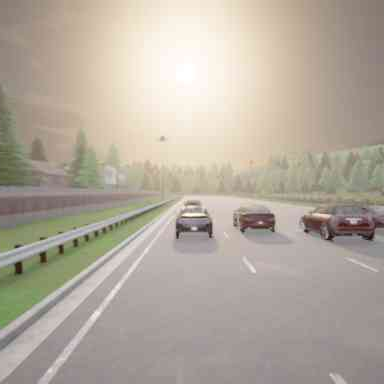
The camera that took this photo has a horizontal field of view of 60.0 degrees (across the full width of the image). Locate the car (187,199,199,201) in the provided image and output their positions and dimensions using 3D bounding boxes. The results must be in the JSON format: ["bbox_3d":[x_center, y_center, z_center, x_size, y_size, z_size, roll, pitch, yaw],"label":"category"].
[{"bbox_3d":[0.102,1.478,36.134,1.837,1.490,4.892,0,0,0],"label":"car"}]

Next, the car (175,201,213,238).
[{"bbox_3d":[0.102,1.478,17.742,2.128,1.511,4.902,0,0,0],"label":"car"}]

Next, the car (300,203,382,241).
[{"bbox_3d":[7.100,1.340,16.748,2.097,1.767,4.553,0,0,0],"label":"car"}]

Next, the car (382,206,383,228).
[{"bbox_3d":[10.600,1.511,19.694,1.812,1.442,4.674,0,0,0],"label":"car"}]

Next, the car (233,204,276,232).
[{"bbox_3d":[3.601,1.463,19.908,1.882,1.535,5.008,0,0,0],"label":"car"}]
